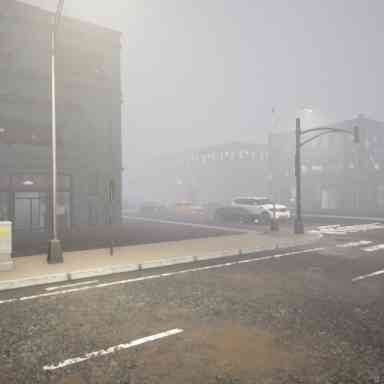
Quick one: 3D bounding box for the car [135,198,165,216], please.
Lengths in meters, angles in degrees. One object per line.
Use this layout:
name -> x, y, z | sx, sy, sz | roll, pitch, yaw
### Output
car -> -4.394, 1.845, 37.981 | 1.967, 1.590, 4.097 | -1, 0, -35

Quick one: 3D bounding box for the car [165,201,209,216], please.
car -> -0.619, 1.824, 37.160 | 1.882, 1.535, 5.008 | -1, 0, -35

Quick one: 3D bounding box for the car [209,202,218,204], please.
car -> 2.440, 1.902, 42.838 | 1.802, 1.307, 4.206 | -2, 0, -35

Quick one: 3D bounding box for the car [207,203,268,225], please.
car -> 3.548, 1.813, 26.599 | 1.947, 1.339, 4.313 | -2, 0, -35

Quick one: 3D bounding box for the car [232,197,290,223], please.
car -> 5.610, 1.444, 28.386 | 2.150, 2.045, 5.566 | -1, 0, -35

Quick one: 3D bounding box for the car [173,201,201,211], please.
car -> -0.766, 1.964, 47.349 | 1.802, 1.307, 4.206 | -2, 0, -35

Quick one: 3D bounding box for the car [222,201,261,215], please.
car -> 5.645, 1.808, 38.325 | 2.008, 1.369, 4.403 | -2, 0, -35

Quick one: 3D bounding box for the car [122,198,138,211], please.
car -> -10.139, 2.094, 50.630 | 1.994, 1.385, 4.181 | -1, 0, -35
